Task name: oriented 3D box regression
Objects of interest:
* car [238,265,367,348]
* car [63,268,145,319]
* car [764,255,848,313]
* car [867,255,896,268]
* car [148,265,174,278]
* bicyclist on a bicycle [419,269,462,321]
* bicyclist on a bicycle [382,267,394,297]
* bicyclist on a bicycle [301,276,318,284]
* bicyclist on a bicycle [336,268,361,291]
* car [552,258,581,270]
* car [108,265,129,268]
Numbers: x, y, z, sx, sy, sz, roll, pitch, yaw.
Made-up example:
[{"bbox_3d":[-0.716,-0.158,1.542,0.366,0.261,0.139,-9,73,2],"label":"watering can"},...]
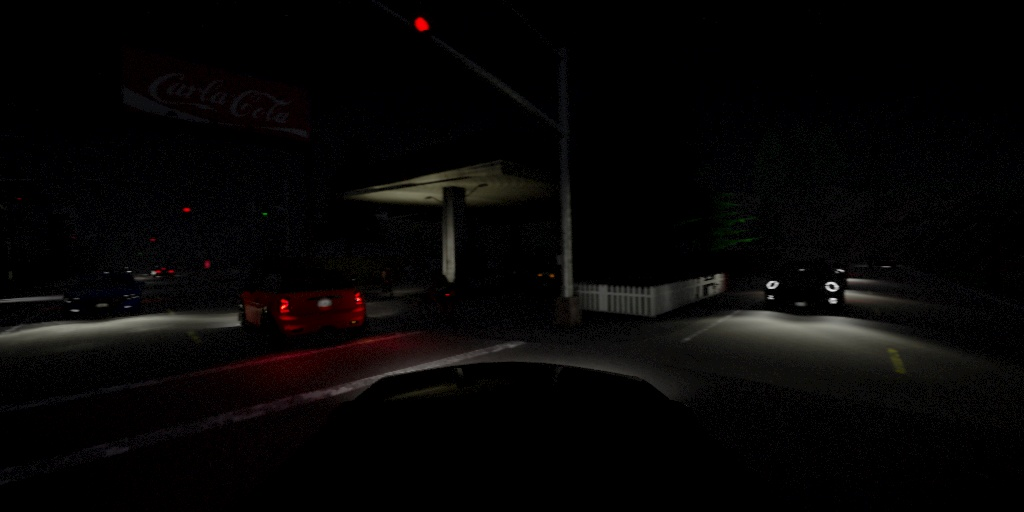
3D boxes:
[{"bbox_3d":[-5.744,1.113,9.623,4.553,1.767,2.097,-1,0,45],"label":"car"},{"bbox_3d":[-16.092,1.446,14.267,5.008,1.535,1.882,0,0,44],"label":"car"},{"bbox_3d":[11.080,0.977,13.509,2.097,1.767,4.553,-1,0,44],"label":"car"},{"bbox_3d":[40.450,0.585,39.257,1.994,1.385,4.181,-1,0,41],"label":"car"},{"bbox_3d":[-43.721,1.973,44.936,5.357,1.411,2.033,-1,0,43],"label":"car"},{"bbox_3d":[-2.271,1.230,11.314,1.656,1.620,0.582,0,-2,24],"label":"bicyclist on a bicycle"},{"bbox_3d":[-6.728,1.407,19.424,0.582,1.620,1.656,-1,0,-7],"label":"bicyclist on a bicycle"},{"bbox_3d":[-9.281,1.416,16.705,1.656,1.620,0.582,0,0,14],"label":"bicyclist on a bicycle"},{"bbox_3d":[-8.621,1.436,18.489,1.656,1.620,0.582,0,-1,-44],"label":"bicyclist on a bicycle"},{"bbox_3d":[9.279,1.143,60.865,1.994,1.385,4.181,-1,0,43],"label":"car"},{"bbox_3d":[-40.348,1.727,36.753,4.553,1.767,2.097,-1,0,43],"label":"car"}]
